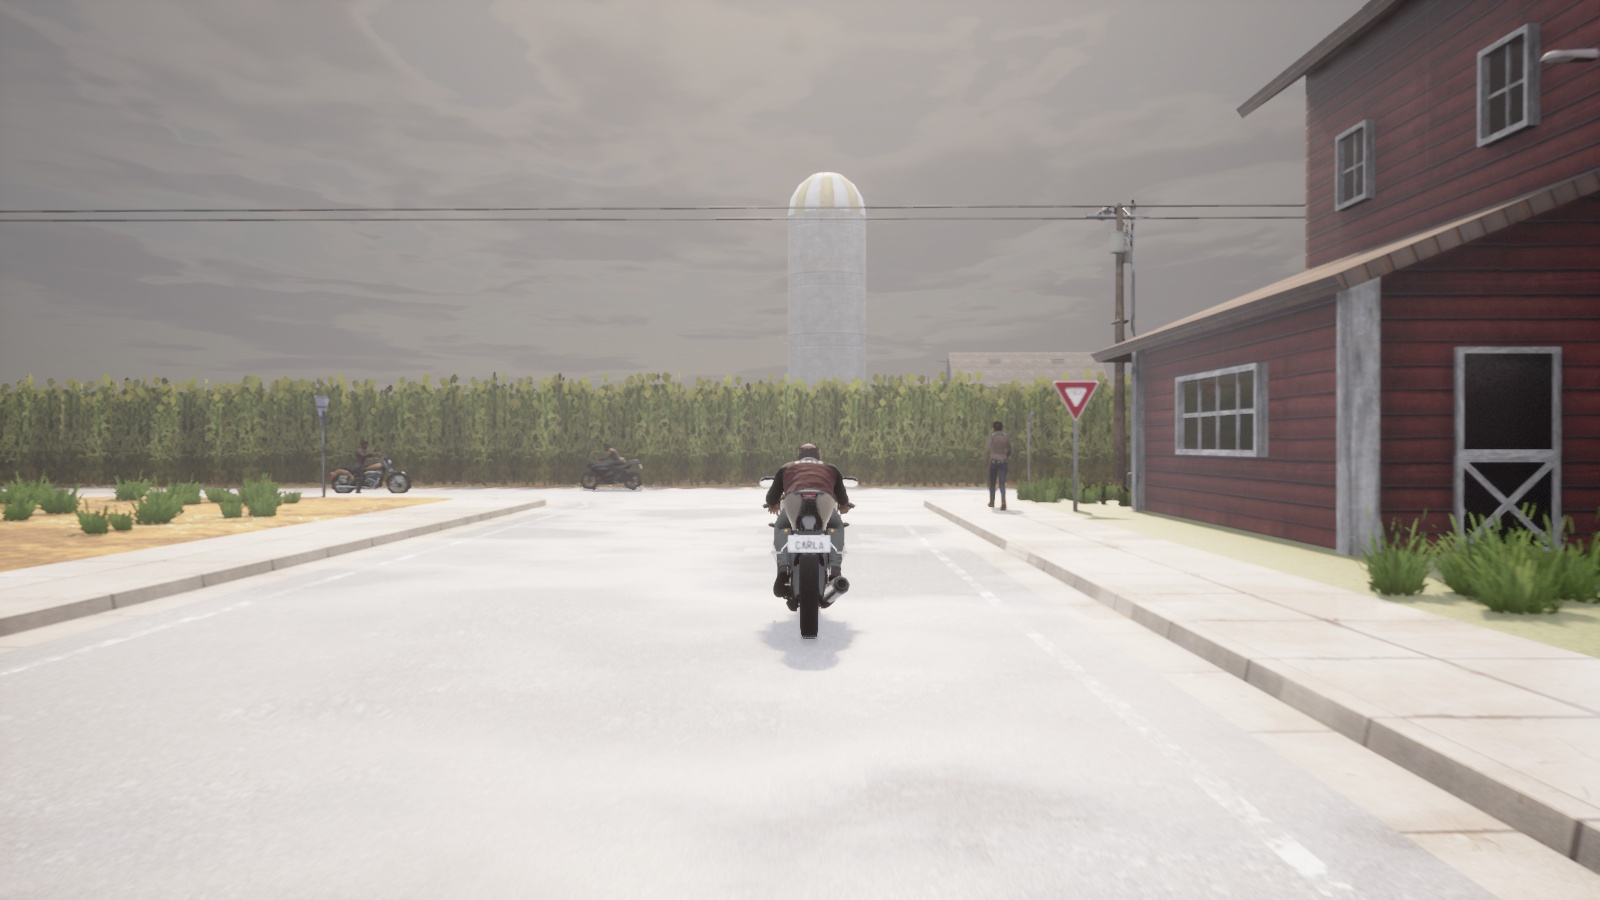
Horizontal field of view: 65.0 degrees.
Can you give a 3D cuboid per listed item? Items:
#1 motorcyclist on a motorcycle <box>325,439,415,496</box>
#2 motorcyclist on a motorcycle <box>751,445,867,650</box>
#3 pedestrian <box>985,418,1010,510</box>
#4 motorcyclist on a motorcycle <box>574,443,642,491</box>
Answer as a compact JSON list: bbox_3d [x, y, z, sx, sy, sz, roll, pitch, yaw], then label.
[{"bbox_3d":[-12.553,0.507,36.693,2.350,1.649,0.766,0,0,1],"label":"motorcyclist on a motorcycle"},{"bbox_3d":[0.074,0.722,10.472,0.866,1.530,2.191,0,0,0],"label":"motorcyclist on a motorcycle"},{"bbox_3d":[3.934,0.270,25.090,0.328,1.805,0.869,0,0,-2],"label":"pedestrian"},{"bbox_3d":[-6.119,0.525,40.061,2.044,1.523,0.797,0,0,1],"label":"motorcyclist on a motorcycle"}]
